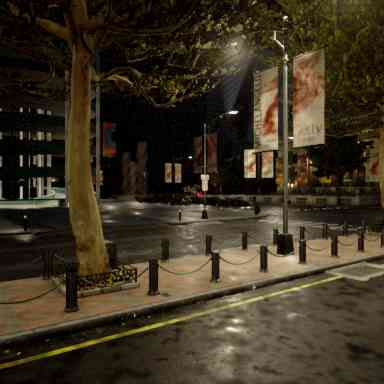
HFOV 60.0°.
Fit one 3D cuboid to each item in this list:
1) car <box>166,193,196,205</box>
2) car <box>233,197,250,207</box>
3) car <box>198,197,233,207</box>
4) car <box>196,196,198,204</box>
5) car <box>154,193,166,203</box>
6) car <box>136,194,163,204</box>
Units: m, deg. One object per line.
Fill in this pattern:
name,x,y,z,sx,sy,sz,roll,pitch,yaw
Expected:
car,-1.967,1.352,57.725,2.097,1.767,4.553,0,0,-37
car,6.530,1.547,51.960,2.033,1.411,5.357,0,0,-35
car,3.472,1.478,50.210,1.882,1.535,5.008,0,0,-35
car,0.951,1.526,59.689,1.812,1.442,4.674,0,0,-36
car,-5.758,1.221,67.985,5.566,2.045,2.150,0,0,45
car,-8.775,1.547,65.828,5.357,1.411,2.033,0,0,43
